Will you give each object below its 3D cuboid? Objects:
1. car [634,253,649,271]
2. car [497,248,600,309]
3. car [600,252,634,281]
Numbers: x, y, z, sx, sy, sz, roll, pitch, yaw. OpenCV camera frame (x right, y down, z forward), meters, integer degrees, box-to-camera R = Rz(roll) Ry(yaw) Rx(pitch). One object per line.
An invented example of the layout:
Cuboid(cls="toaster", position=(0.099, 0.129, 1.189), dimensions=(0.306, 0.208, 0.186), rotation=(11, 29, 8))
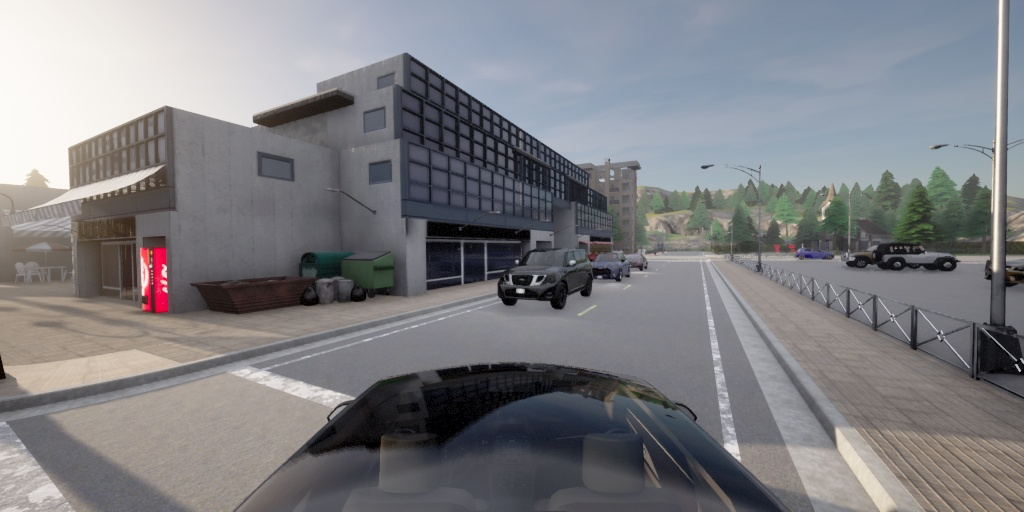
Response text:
Cuboid(cls="car", position=(10.817, 0.480, 31.718), dimensions=(1.812, 1.442, 4.674), rotation=(0, 1, 28))
Cuboid(cls="car", position=(1.543, 0.700, 13.921), dimensions=(2.150, 2.045, 5.566), rotation=(0, 1, 27))
Cuboid(cls="car", position=(6.086, 0.573, 22.646), dimensions=(2.097, 1.767, 4.553), rotation=(0, 1, 28))
